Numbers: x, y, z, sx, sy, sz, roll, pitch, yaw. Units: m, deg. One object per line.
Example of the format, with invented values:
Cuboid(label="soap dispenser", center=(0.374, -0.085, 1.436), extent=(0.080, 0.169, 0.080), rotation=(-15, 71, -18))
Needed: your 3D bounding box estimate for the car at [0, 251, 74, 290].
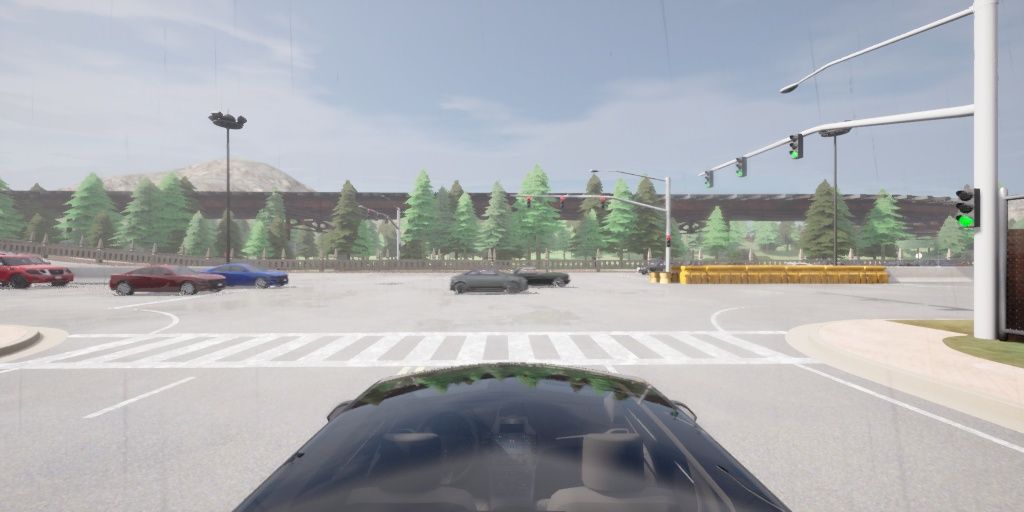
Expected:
Cuboid(label="car", center=(-30.485, 0.920, 21.845), extent=(5.566, 2.045, 2.150), rotation=(1, 0, -2))

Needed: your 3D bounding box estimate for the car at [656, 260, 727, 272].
Cuboid(label="car", center=(15.188, 1.102, 30.453), extent=(4.553, 1.767, 2.097), rotation=(0, 0, -2))

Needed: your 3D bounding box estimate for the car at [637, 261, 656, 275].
Cuboid(label="car", center=(15.582, 1.241, 37.468), extent=(4.902, 1.511, 2.128), rotation=(0, 0, -2))

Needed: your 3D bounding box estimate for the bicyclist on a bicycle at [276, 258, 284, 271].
Cuboid(label="bicyclist on a bicycle", center=(-28.446, 1.041, 43.896), extent=(0.582, 1.620, 1.656), rotation=(0, 0, -2))

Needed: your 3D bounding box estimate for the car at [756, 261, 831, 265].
Cuboid(label="car", center=(24.017, 1.276, 30.708), extent=(4.674, 1.442, 1.812), rotation=(0, 0, -2))

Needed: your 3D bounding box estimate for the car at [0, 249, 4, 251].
Cuboid(label="car", center=(-52.357, -0.157, 35.443), extent=(5.357, 1.411, 2.033), rotation=(6, 0, -2))

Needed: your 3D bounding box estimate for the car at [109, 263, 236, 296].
Cuboid(label="car", center=(-17.814, 1.227, 18.726), extent=(5.008, 1.535, 1.882), rotation=(0, 0, -2))

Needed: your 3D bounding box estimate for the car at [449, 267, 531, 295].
Cuboid(label="car", center=(-1.259, 1.314, 19.238), extent=(4.181, 1.385, 1.994), rotation=(0, 0, -2))

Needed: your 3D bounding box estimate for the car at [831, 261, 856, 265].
Cuboid(label="car", center=(30.021, 1.241, 34.410), extent=(4.902, 1.511, 2.128), rotation=(0, 0, -2))

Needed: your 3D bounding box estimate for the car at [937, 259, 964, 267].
Cuboid(label="car", center=(39.989, 1.102, 34.704), extent=(4.553, 1.767, 2.097), rotation=(0, 0, -2))

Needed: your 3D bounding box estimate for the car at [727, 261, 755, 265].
Cuboid(label="car", center=(20.523, 1.255, 34.119), extent=(4.892, 1.490, 1.837), rotation=(0, 0, -2))

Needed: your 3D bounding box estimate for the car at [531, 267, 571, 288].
Cuboid(label="car", center=(1.315, 1.351, 22.820), extent=(4.718, 1.301, 1.895), rotation=(0, 0, -2))

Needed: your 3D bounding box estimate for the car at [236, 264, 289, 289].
Cuboid(label="car", center=(-16.647, 1.226, 22.264), extent=(5.008, 1.535, 1.882), rotation=(0, 0, -2))

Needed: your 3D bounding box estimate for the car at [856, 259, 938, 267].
Cuboid(label="car", center=(33.223, 1.255, 31.006), extent=(4.892, 1.490, 1.837), rotation=(0, 0, -2))
